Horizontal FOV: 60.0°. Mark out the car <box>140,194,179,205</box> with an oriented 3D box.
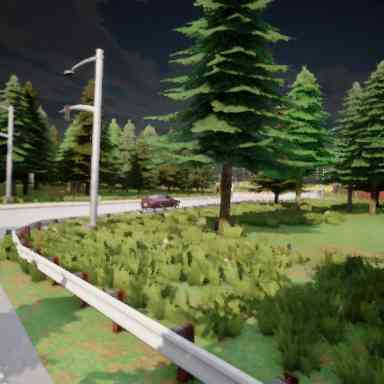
[{"bbox_3d":[-2.800,0.890,29.908,1.812,1.442,4.674,4,2,28],"label":"car"}]
